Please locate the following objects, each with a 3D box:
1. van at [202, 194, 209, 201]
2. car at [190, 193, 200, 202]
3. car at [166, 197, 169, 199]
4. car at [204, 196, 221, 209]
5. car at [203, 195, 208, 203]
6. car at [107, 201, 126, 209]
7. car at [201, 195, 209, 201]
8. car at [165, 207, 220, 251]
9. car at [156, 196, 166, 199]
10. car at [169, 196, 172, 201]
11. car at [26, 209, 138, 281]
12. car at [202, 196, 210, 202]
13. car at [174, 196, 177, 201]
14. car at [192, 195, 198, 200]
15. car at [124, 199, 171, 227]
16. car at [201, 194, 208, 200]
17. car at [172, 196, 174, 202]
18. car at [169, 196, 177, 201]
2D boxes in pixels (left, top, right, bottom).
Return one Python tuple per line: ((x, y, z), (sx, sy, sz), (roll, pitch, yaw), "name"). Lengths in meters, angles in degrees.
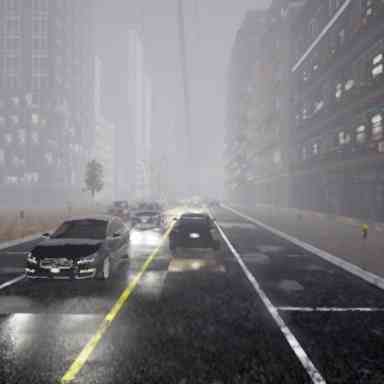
((3.502, 1.479, 86.410), (1.690, 1.788, 3.998), (0, 0, 1), "van")
((0.781, 1.333, 83.069), (2.150, 2.045, 5.566), (0, 0, 1), "car")
((-5.196, 1.451, 53.297), (1.967, 1.590, 4.097), (1, 0, 1), "car")
((3.130, 1.619, 47.683), (2.008, 1.369, 4.403), (1, 0, 1), "car")
((3.183, 1.627, 53.216), (2.008, 1.369, 4.403), (1, 0, 1), "car")
((-5.462, 1.416, 25.634), (1.967, 1.590, 4.097), (1, 0, 1), "car")
((3.554, 1.590, 91.942), (1.967, 1.590, 4.097), (0, 0, 1), "car")
((0.120, 1.574, 14.242), (1.994, 1.385, 4.181), (0, 0, 1), "car")
((-5.250, 1.554, 47.764), (2.008, 1.369, 4.403), (1, 0, 1), "car")
((-5.144, 1.570, 58.828), (2.008, 1.369, 4.403), (1, 0, 1), "car")
((-3.022, 1.487, 9.830), (1.837, 1.490, 4.892), (0, 0, 0), "car")
((3.447, 1.707, 80.878), (1.802, 1.307, 4.206), (0, 0, 1), "car")
((-4.986, 1.573, 75.256), (1.752, 1.417, 4.829), (0, 0, 1), "car")
((0.880, 1.542, 93.458), (1.812, 1.442, 4.674), (0, 0, 1), "car")
((-2.875, 1.483, 22.773), (2.128, 1.511, 4.902), (0, 0, 1), "car")
((3.343, 1.543, 69.812), (1.967, 1.590, 4.097), (0, 0, 1), "car")
((-5.091, 1.573, 64.360), (1.887, 1.381, 4.507), (1, 0, 1), "car")
((-4.879, 1.654, 86.491), (1.802, 1.307, 4.206), (0, 0, 1), "car")
